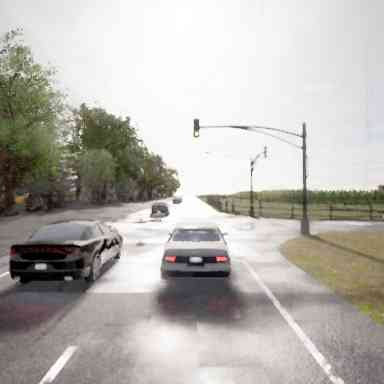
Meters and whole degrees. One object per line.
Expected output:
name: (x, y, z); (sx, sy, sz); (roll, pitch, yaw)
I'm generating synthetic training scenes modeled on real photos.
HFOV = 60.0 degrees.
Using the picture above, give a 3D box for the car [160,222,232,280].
car: (0.167, 1.617, 10.152); (2.033, 1.411, 5.357); (0, 0, 2)

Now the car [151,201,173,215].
car: (-3.409, 1.749, 36.679); (1.837, 1.490, 4.892); (0, 0, 0)

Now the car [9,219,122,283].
car: (-3.405, 1.545, 9.961); (1.882, 1.535, 5.008); (0, 0, 0)

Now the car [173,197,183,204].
car: (-3.521, 1.978, 77.562); (1.882, 1.535, 5.008); (0, 0, 0)

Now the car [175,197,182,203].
car: (-3.524, 2.066, 88.254); (1.837, 1.490, 4.892); (0, 0, 0)
